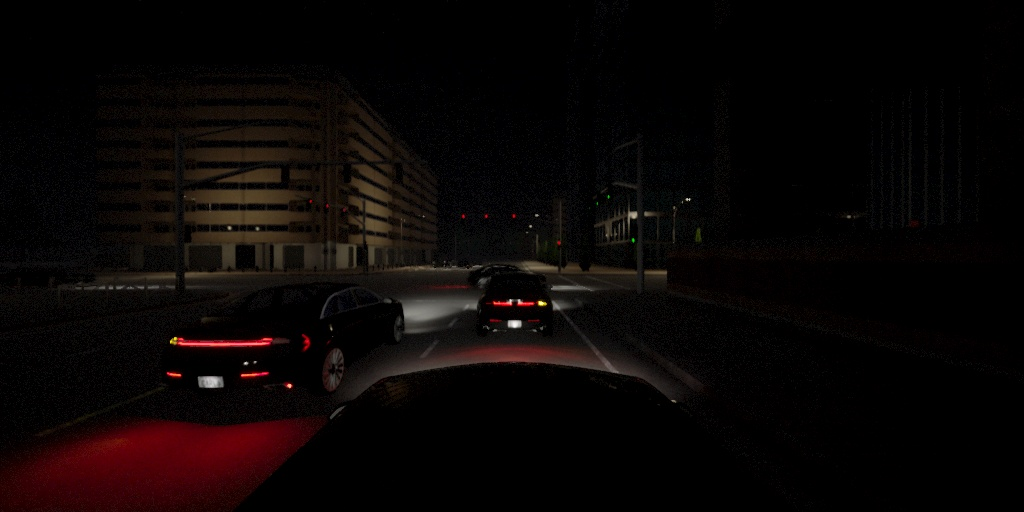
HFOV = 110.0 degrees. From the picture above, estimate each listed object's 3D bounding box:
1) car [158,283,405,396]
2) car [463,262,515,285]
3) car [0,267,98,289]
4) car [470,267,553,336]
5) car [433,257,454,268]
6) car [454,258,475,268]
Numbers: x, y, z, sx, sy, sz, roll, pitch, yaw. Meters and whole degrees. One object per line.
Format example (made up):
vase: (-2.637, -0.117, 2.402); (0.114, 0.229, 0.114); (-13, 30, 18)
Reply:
car: (-3.441, 1.228, 6.545); (2.128, 1.511, 4.902); (0, 0, 0)
car: (-0.335, 1.311, 22.439); (4.892, 1.490, 1.837); (1, 0, 0)
car: (-29.328, 1.363, 22.546); (4.718, 1.301, 1.895); (0, 0, 0)
car: (0.092, 1.231, 10.252); (1.837, 1.490, 4.892); (0, 0, 1)
car: (-10.843, 0.950, 55.492); (2.097, 1.767, 4.553); (0, 0, 1)
car: (-7.342, 1.101, 55.646); (1.837, 1.490, 4.892); (0, 0, 1)
